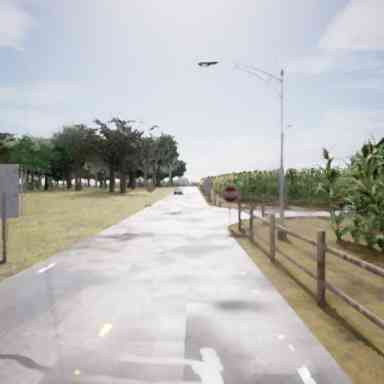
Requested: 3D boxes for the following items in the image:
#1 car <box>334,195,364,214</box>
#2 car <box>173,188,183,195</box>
[{"bbox_3d":[13.867,0.889,26.588,5.008,1.535,1.882,-1,1,0],"label":"car"},{"bbox_3d":[-2.764,-0.147,66.571,2.033,1.411,5.357,0,2,0],"label":"car"}]
